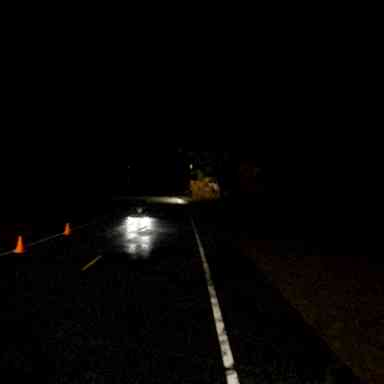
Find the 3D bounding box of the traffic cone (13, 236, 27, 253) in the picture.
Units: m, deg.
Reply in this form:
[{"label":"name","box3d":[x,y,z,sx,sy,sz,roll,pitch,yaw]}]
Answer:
[{"label":"traffic cone","box3d":[-6.290,1.896,12.180,0.340,0.580,0.340,0,0,-1]}]

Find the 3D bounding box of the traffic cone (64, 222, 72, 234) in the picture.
[{"label":"traffic cone","box3d":[-6.418,1.868,17.155,0.340,0.580,0.340,0,0,-2]}]

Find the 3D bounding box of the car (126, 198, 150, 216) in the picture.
[{"label":"car","box3d":[-5.012,1.320,30.386,2.128,1.511,4.902,0,0,-15]}]
